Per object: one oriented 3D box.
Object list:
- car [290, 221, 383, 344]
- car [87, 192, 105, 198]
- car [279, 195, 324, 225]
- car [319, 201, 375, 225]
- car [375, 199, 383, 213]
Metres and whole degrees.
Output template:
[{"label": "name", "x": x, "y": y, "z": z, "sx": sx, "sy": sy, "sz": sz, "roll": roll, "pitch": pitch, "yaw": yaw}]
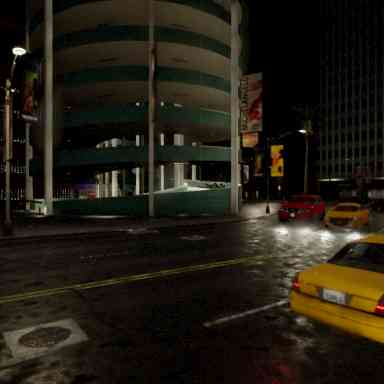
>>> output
[{"label": "car", "x": 4.090, "y": 1.454, "z": 6.179, "sx": 5.366, "sy": 1.575, "sz": 1.801, "roll": 0, "pitch": 0, "yaw": -35}, {"label": "car", "x": -19.029, "y": 0.979, "z": 66.018, "sx": 2.435, "sy": 2.045, "sz": 5.566, "roll": 0, "pitch": 0, "yaw": -36}, {"label": "car", "x": 8.315, "y": 1.212, "z": 24.606, "sx": 2.150, "sy": 2.045, "sz": 5.566, "roll": 0, "pitch": 0, "yaw": 35}, {"label": "car", "x": 9.975, "y": 1.469, "z": 21.136, "sx": 1.882, "sy": 1.535, "sz": 5.008, "roll": 0, "pitch": 0, "yaw": 38}, {"label": "car", "x": 20.864, "y": 1.464, "z": 36.150, "sx": 1.882, "sy": 1.535, "sz": 5.008, "roll": 0, "pitch": 0, "yaw": 13}]
